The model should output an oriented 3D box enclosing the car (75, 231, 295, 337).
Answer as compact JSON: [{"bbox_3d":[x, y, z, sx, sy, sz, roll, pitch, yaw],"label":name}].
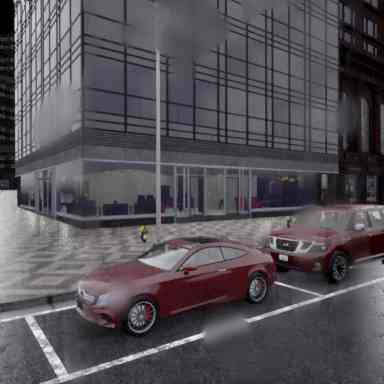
[{"bbox_3d":[-0.099,1.582,6.575,4.206,1.307,1.802,0,0,-35],"label":"car"}]

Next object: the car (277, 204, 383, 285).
[{"bbox_3d":[4.322,1.315,9.721,5.009,1.841,2.192,0,0,-35],"label":"car"}]
